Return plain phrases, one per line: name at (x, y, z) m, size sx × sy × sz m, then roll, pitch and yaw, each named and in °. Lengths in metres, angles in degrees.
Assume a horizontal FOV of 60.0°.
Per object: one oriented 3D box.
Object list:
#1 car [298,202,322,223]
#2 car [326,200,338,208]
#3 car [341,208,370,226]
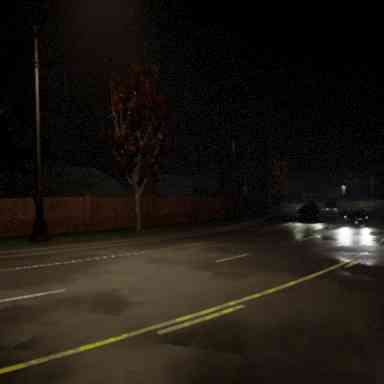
car at (10.928, 1.948, 30.770) m, size 1.882 × 1.535 × 5.008 m, roll -1°, pitch -1°, yaw 22°
car at (27.386, 2.352, 65.271) m, size 1.837 × 1.490 × 4.892 m, roll -1°, pitch -1°, yaw 20°
car at (12.892, 1.941, 26.389) m, size 1.895 × 1.301 × 4.718 m, roll -1°, pitch -1°, yaw 23°
